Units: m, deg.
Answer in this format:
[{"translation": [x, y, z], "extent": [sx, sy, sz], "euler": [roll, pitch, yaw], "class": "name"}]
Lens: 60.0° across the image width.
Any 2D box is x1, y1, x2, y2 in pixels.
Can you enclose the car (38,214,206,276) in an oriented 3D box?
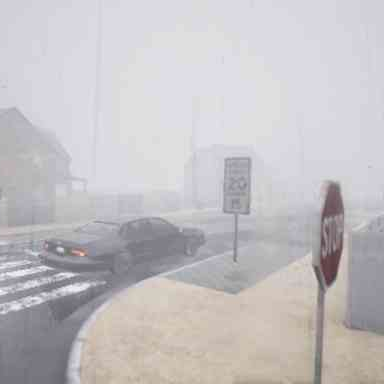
[{"translation": [-1.696, 1.389, 9.986], "extent": [2.033, 1.411, 5.357], "euler": [2, 2, 35], "class": "car"}]
